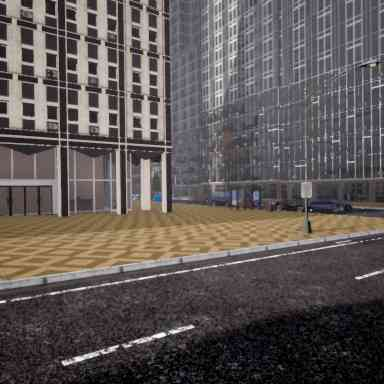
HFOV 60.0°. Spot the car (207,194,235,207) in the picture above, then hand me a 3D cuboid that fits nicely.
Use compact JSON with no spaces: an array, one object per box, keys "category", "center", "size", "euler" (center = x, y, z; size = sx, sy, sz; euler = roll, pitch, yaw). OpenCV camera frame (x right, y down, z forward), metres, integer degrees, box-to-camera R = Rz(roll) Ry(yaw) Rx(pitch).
[{"category":"car","center":[4.389,1.320,44.606],"size":[1.947,1.339,4.313],"euler":[0,1,-34]}]

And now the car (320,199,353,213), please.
[{"category":"car","center":[14.414,1.401,34.626],"size":[1.994,1.385,4.181],"euler":[-1,1,-34]}]

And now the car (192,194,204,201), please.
[{"category":"car","center":[1.719,1.043,63.437],"size":[1.802,1.307,4.206],"euler":[0,1,-34]}]

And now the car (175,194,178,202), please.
[{"category":"car","center":[-4.647,1.193,62.653],"size":[1.895,1.301,4.718],"euler":[-1,1,-34]}]

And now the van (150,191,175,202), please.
[{"category":"van","center":[-5.197,0.937,58.703],"size":[1.690,1.788,3.998],"euler":[0,1,-34]}]

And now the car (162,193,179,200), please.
[{"category":"car","center":[-4.702,0.936,72.818],"size":[1.802,1.307,4.206],"euler":[0,1,-34]}]

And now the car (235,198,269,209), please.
[{"category":"car","center":[7.551,1.388,39.884],"size":[1.802,1.307,4.206],"euler":[0,1,-34]}]

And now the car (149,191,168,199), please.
[{"category":"car","center":[-7.913,0.615,77.505],"size":[2.192,1.841,5.009],"euler":[0,1,-34]}]

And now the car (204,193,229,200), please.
[{"category":"car","center":[4.504,1.226,49.115],"size":[2.033,1.411,5.357],"euler":[-1,1,-34]}]

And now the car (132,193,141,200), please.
[{"category":"car","center":[-11.618,1.040,68.085],"size":[2.008,1.369,4.403],"euler":[0,1,-34]}]

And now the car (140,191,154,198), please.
[{"category":"car","center":[-11.123,0.686,82.196],"size":[1.967,1.590,4.097],"euler":[0,1,-34]}]

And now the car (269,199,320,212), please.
[{"category":"car","center":[10.747,1.424,35.182],"size":[1.947,1.339,4.313],"euler":[0,1,-34]}]

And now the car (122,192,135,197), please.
[{"category":"car","center":[-17.543,0.689,91.577],"size":[2.008,1.369,4.403],"euler":[0,1,-34]}]
